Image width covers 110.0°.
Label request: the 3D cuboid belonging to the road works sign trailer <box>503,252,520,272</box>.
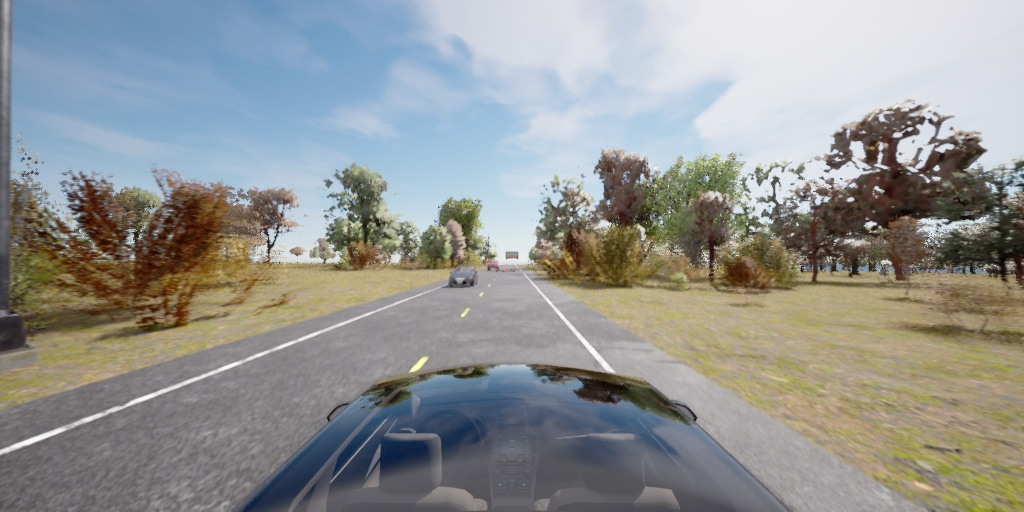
[{"bbox_3d":[0.010,0.936,62.077,2.380,3.560,2.880,0,0,0],"label":"road works sign trailer"}]

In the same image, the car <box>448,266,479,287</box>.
[{"bbox_3d":[-3.595,1.531,27.203,2.128,1.511,4.902,0,-1,0],"label":"car"}]
